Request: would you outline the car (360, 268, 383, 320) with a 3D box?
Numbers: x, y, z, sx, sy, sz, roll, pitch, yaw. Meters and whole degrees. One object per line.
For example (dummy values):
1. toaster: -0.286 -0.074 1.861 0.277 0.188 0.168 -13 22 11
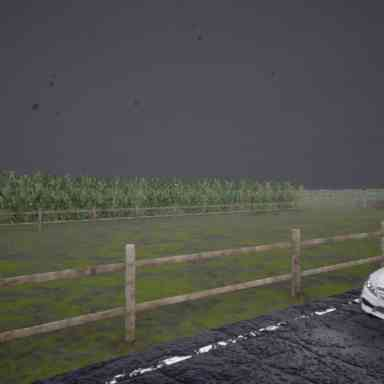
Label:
1. car: 5.083 1.524 6.086 4.674 1.442 1.812 0 0 -32
